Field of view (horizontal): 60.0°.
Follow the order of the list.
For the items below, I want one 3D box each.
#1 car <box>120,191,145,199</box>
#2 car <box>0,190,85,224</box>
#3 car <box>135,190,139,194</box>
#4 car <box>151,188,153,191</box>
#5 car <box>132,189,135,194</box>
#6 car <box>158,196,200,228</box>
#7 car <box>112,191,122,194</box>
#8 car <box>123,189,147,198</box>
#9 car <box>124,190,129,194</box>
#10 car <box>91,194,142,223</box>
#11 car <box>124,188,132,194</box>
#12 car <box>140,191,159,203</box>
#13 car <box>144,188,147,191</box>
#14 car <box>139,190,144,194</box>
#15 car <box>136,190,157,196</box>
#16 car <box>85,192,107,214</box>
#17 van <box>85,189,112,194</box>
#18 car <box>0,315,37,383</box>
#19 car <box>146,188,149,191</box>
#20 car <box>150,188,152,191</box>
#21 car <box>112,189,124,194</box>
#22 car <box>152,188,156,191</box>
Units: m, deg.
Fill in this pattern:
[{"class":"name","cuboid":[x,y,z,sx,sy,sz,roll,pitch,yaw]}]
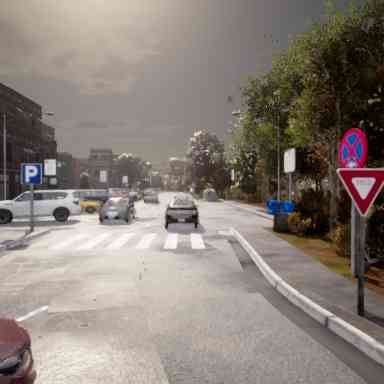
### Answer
[{"class":"car","cuboid":[-11.863,0.595,66.602,4.674,1.452,2.002,-1,1,-22]},{"class":"car","cuboid":[-10.130,0.902,21.568,5.566,2.045,2.435,-1,1,-22]},{"class":"car","cuboid":[-11.277,0.768,51.620,4.792,1.488,2.163,-1,1,-22]},{"class":"car","cuboid":[-12.333,0.463,78.601,4.674,1.452,2.002,-1,0,-22]},{"class":"car","cuboid":[-11.157,0.652,48.606,4.553,1.767,2.185,-1,1,-22]},{"class":"car","cuboid":[-0.594,1.193,19.596,2.128,1.511,4.902,0,1,-1]},{"class":"car","cuboid":[-10.717,0.942,36.595,5.008,1.535,2.097,-1,1,-22]},{"class":"car","cuboid":[-12.013,0.396,69.592,4.553,1.767,2.185,-1,0,-22]},{"class":"car","cuboid":[-10.960,0.899,42.602,4.674,1.452,2.002,-1,1,-22]},{"class":"car","cuboid":[-4.841,1.156,22.054,2.128,1.511,4.902,0,1,-2]},{"class":"car","cuboid":[-11.043,0.692,45.607,4.553,1.767,2.185,-1,1,-22]},{"class":"car","cuboid":[-5.798,0.912,47.474,1.895,1.301,4.718,0,1,-2]},{"class":"car","cuboid":[-11.469,0.620,60.677,5.366,1.575,1.946,-1,1,-22]},{"class":"car","cuboid":[-11.392,0.448,54.613,5.566,2.045,2.435,-1,1,-22]},{"class":"car","cuboid":[-12.781,0.264,93.661,5.366,1.575,1.946,-1,0,-22]},{"class":"car","cuboid":[-10.188,1.062,27.666,5.366,1.575,1.946,-1,1,-22]},{"class":"van","cuboid":[-10.715,0.761,33.545,4.442,1.987,1.878,-1,1,-22]},{"class":"car","cuboid":[-3.462,1.489,1.988,1.812,1.442,4.674,2,1,44]},{"class":"car","cuboid":[-11.743,0.338,63.623,5.566,2.045,2.435,-1,0,-22]},{"class":"car","cuboid":[-12.185,0.484,75.613,4.792,1.488,2.163,-1,0,-22]},{"class":"car","cuboid":[-10.877,0.776,39.593,4.553,1.767,2.185,-1,1,-22]},{"class":"car","cuboid":[-12.705,0.332,87.593,4.892,1.521,2.231,-1,0,-22]}]
